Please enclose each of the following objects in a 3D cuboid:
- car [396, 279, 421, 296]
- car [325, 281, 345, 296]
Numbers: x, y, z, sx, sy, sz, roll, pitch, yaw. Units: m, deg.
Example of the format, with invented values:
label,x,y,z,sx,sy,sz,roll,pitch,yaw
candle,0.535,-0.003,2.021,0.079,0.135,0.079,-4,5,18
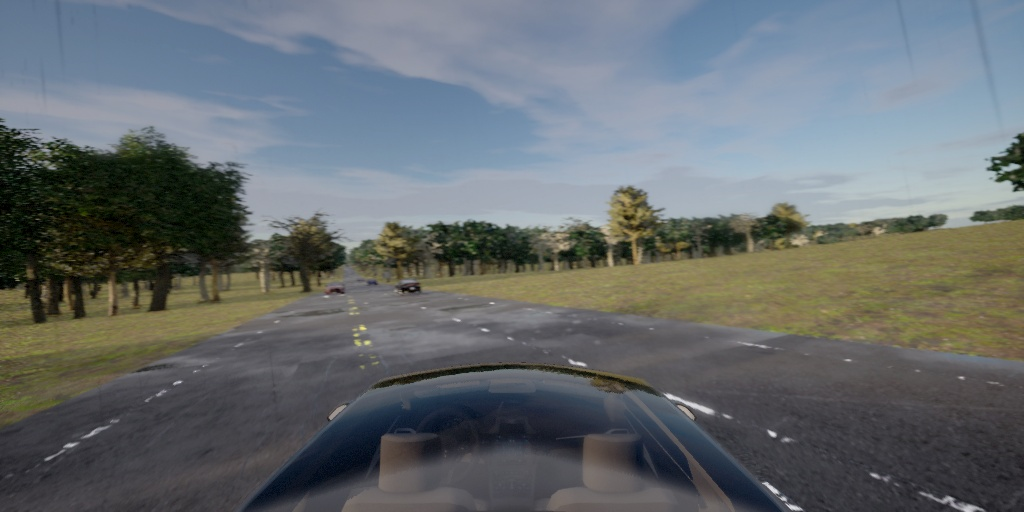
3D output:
label,x,y,z,sx,sy,sz,roll,pitch,yaw
car,-10.415,3.051,35.893,1.882,1.535,5.008,-3,-2,-25
car,-22.825,4.100,46.331,2.097,1.767,4.553,-3,-2,-23
